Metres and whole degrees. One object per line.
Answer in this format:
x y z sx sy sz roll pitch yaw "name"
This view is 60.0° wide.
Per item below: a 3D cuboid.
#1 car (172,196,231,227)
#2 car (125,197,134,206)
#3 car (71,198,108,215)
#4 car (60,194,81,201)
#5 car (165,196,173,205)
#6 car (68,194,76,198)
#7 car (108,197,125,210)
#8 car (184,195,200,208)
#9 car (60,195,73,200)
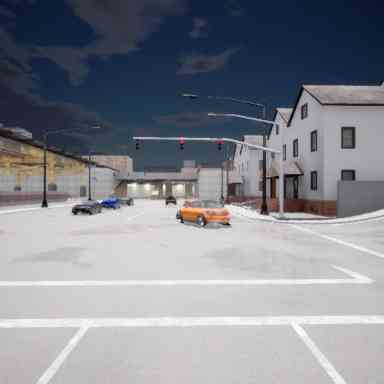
0.718 1.362 23.104 2.097 1.767 4.553 1 0 -28 "car"
-10.718 1.526 54.343 1.812 1.442 4.674 0 0 0 "car"
-10.683 1.547 34.345 2.033 1.411 5.357 0 0 0 "car"
-32.686 1.452 89.596 2.038 1.542 4.974 0 0 28 "car"
-3.641 1.505 58.578 1.837 1.490 4.892 0 0 0 "car"
-31.884 1.452 84.231 2.038 1.542 4.974 0 0 -37 "car"
-10.703 1.478 44.068 1.882 1.535 5.008 0 0 0 "car"
-0.017 1.352 47.772 2.097 1.767 4.553 0 0 0 "car"
-31.915 1.295 84.273 1.853 1.218 4.536 0 0 -37 "car"
